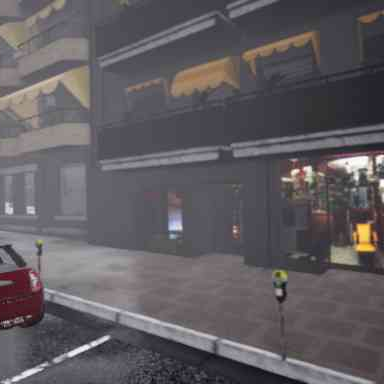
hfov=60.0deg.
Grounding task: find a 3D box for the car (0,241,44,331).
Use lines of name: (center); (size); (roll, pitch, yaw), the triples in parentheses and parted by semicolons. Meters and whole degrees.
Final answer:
car: (-4.473, 1.495, 5.884); (4.097, 1.590, 1.967); (-1, -2, 35)
